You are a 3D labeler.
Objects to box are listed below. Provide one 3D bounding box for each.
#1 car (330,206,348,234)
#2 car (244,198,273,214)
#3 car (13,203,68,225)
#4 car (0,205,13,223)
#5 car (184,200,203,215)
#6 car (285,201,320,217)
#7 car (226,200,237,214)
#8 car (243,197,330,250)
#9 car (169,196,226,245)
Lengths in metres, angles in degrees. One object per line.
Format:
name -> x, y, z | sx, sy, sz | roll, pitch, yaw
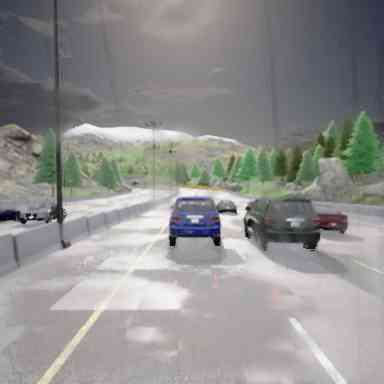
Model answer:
car -> 7.123, 1.464, 19.189 | 1.882, 1.535, 5.008 | 0, 0, 0
car -> 7.146, 1.470, 36.181 | 2.128, 1.511, 4.902 | 0, 0, 0
car -> -10.470, 1.448, 23.695 | 1.994, 1.385, 4.181 | 0, 0, 0
car -> -13.970, 1.643, 23.671 | 1.895, 1.301, 4.718 | 0, 0, 0
car -> 0.144, 1.577, 34.189 | 1.895, 1.301, 4.718 | 0, 0, 0
car -> 10.641, 1.583, 32.349 | 1.895, 1.301, 4.718 | 0, 0, 0
car -> 3.646, 1.541, 35.720 | 1.994, 1.385, 4.181 | 0, 0, 0
car -> 3.618, 1.210, 14.306 | 2.150, 2.045, 5.566 | 0, 0, 0
car -> 0.119, 1.206, 15.510 | 2.150, 2.045, 5.566 | 0, 0, 0
